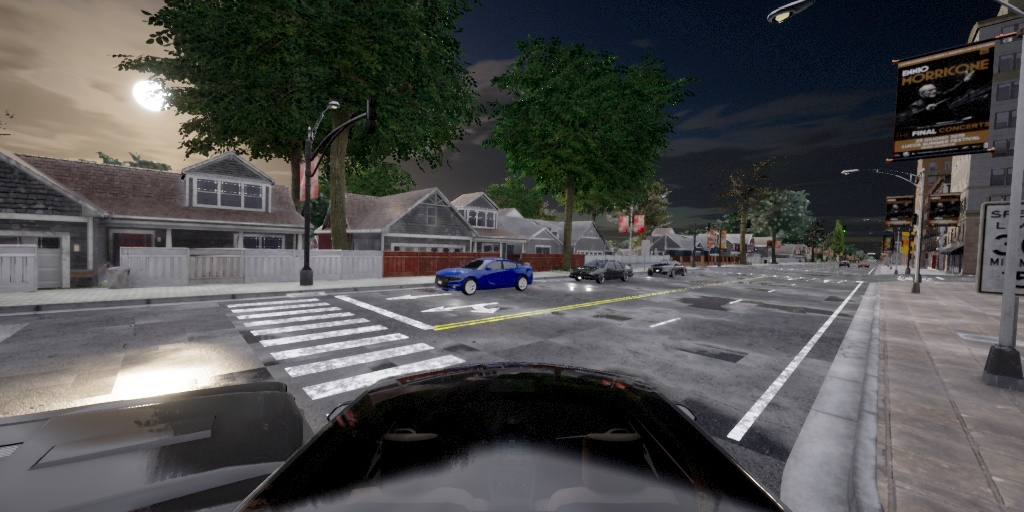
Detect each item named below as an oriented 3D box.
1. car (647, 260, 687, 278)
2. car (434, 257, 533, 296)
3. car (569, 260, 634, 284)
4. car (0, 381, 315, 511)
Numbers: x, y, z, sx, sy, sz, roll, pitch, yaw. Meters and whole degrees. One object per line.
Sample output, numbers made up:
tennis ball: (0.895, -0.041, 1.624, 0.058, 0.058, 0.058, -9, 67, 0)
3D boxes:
car: (13.163, 1.014, 30.321, 4.181, 1.385, 1.994, 0, 2, -45)
car: (-1.159, 0.824, 16.436, 5.008, 1.535, 1.882, 0, 2, -44)
car: (5.986, 0.944, 23.378, 5.357, 1.411, 2.033, 0, 2, -44)
car: (-3.308, 1.294, 1.244, 4.718, 1.301, 1.895, 1, 2, -34)
